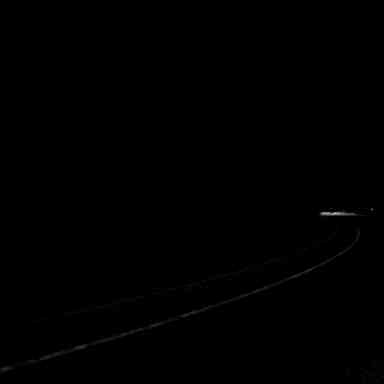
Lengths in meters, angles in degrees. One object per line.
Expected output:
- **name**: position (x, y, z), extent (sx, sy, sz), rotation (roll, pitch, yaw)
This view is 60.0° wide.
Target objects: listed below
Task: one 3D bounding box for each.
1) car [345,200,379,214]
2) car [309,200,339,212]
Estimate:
- **car**: position (18.383, 1.575, 36.115), extent (1.812, 1.442, 4.674), rotation (1, 0, 1)
- **car**: position (14.963, 1.562, 37.944), extent (1.994, 1.385, 4.181), rotation (1, 0, -3)
